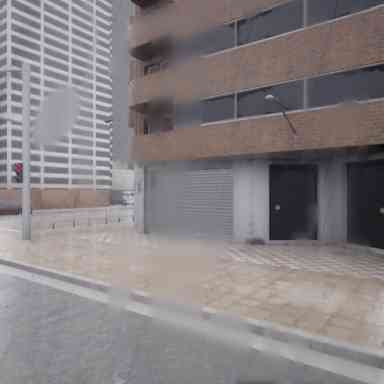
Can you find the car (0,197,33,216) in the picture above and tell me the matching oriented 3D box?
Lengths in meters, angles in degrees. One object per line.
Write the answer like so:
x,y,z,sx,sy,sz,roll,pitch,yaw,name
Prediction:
-16.721,1.352,29.486,2.097,1.767,4.553,0,0,36,car
